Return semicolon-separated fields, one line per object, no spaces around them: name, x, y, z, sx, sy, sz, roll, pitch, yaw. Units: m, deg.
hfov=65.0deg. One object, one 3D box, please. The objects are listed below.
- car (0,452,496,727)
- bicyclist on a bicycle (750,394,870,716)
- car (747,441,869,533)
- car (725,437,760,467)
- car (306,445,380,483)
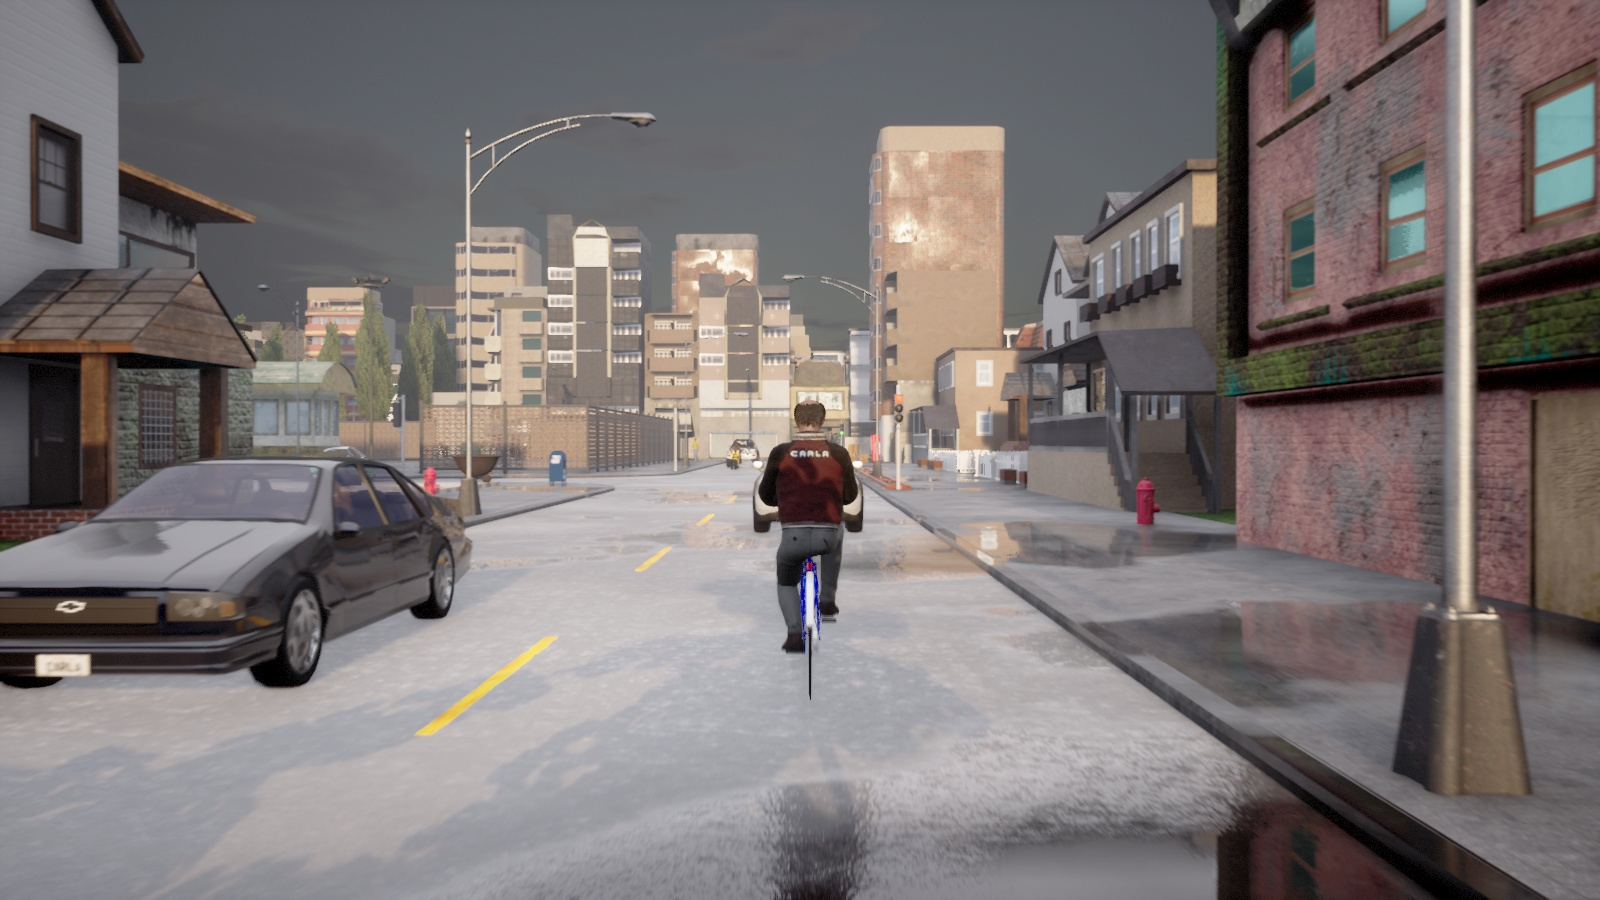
car;-3.933;0.738;9.294;2.033;1.411;5.357;0;0;0
bicyclist on a bicycle;0.060;0.573;7.846;0.659;1.776;1.843;0;1;0
car;0.138;0.587;22.124;1.970;1.475;3.806;0;0;0
car;-3.544;0.118;78.439;1.932;1.855;4.605;0;0;1
car;-17.046;0.522;46.945;2.207;1.376;1.481;-1;0;0
